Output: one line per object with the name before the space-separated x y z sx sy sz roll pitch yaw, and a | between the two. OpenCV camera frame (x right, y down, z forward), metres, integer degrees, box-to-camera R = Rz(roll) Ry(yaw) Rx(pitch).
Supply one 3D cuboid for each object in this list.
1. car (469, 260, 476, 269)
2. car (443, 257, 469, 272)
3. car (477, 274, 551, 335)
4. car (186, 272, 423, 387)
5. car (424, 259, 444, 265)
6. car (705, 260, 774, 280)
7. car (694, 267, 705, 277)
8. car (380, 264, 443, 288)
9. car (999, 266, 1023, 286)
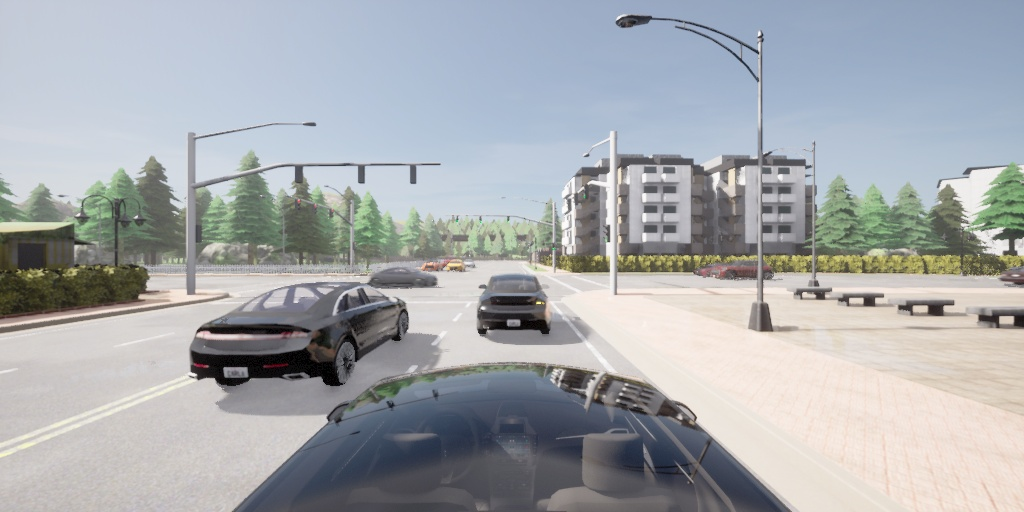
car | -7.280 1.328 60.135 1.812 1.442 4.674 0 0 0
car | -7.253 1.268 46.847 1.882 1.535 5.008 0 0 0
car | 0.056 1.264 10.571 1.837 1.490 4.892 0 0 0
car | -3.459 1.247 6.930 2.128 1.511 4.902 0 0 0
car | -10.755 1.144 48.806 2.097 1.767 4.553 0 0 0
car | 19.494 1.127 30.586 4.553 1.767 2.097 0 0 0
car | 19.616 1.342 34.072 4.181 1.385 1.994 0 0 0
car | -6.855 1.394 22.781 4.181 1.385 1.994 1 0 0
car | 35.800 1.352 23.586 5.357 1.411 2.033 0 0 3
